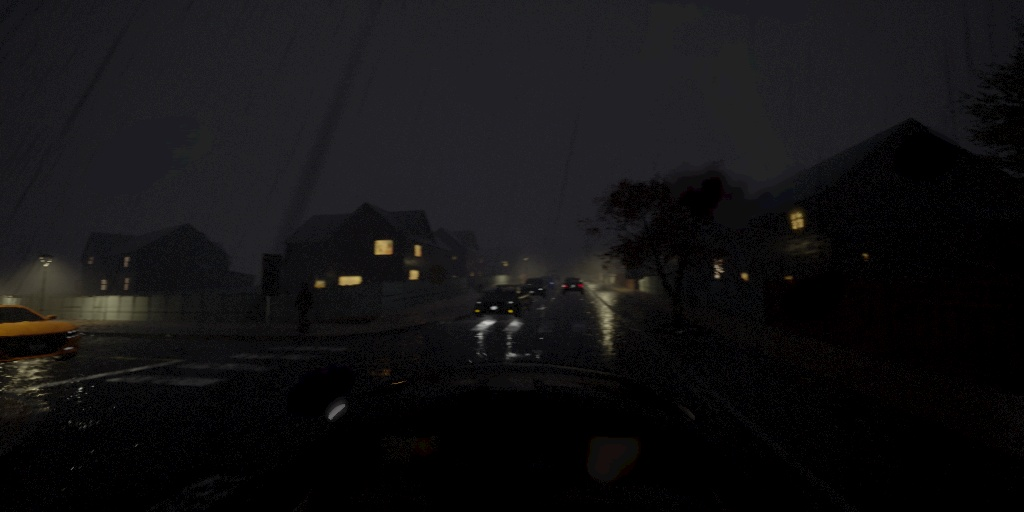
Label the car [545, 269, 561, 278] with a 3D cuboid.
[{"bbox_3d":[6.353,3.015,55.242,2.150,2.045,5.566,-1,-3,9],"label":"car"}]

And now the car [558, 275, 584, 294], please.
[{"bbox_3d":[5.449,2.628,32.066,2.033,1.411,5.357,-1,-3,9],"label":"car"}]

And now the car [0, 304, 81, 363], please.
[{"bbox_3d":[-13.489,1.969,9.080,5.008,1.535,1.882,-3,-5,16],"label":"car"}]

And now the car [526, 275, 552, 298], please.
[{"bbox_3d":[1.806,2.463,27.999,1.837,1.490,4.892,-1,-3,9],"label":"car"}]

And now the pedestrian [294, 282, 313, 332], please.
[{"bbox_3d":[-7.763,1.882,13.381,0.375,1.860,0.375,-2,-4,14],"label":"pedestrian"}]

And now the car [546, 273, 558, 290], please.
[{"bbox_3d":[3.831,2.977,40.328,1.882,1.535,5.008,-1,-3,9],"label":"car"}]

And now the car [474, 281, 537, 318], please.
[{"bbox_3d":[-0.300,2.048,16.827,1.994,1.385,4.181,-2,-3,13],"label":"car"}]
